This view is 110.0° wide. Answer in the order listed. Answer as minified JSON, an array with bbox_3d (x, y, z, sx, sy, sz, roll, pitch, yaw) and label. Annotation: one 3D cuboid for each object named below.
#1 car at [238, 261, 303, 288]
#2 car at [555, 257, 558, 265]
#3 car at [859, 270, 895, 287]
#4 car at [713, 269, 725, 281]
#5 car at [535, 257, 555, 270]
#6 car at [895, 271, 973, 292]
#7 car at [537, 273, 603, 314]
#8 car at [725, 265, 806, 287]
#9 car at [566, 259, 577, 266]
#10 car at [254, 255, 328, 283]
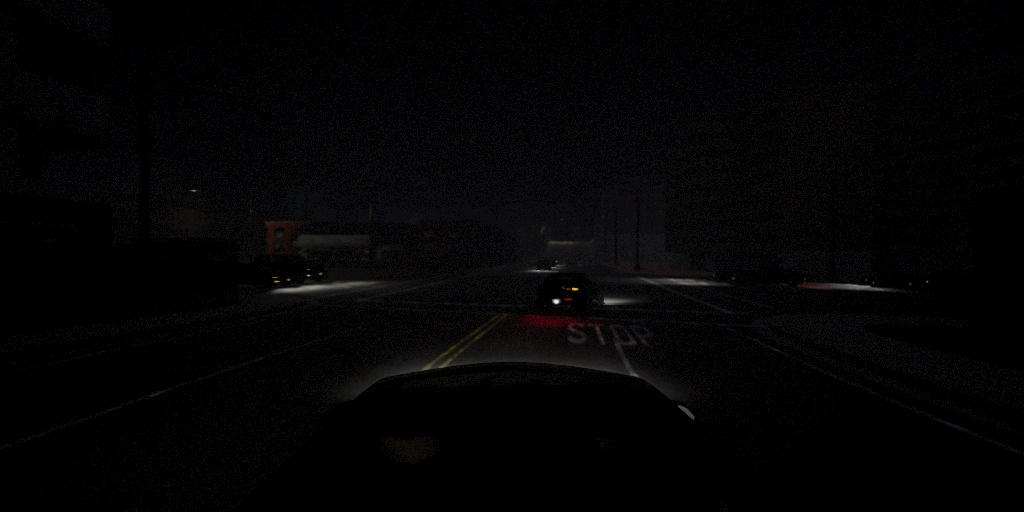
[{"bbox_3d":[-16.801,1.265,23.652,4.892,1.490,1.837,1,1,11],"label":"car"},{"bbox_3d":[6.231,1.050,59.873,1.837,1.490,4.892,1,1,11],"label":"car"},{"bbox_3d":[31.889,1.900,29.990,4.181,1.385,1.994,1,1,9],"label":"car"},{"bbox_3d":[20.533,1.541,31.729,4.902,1.511,2.128,1,1,9],"label":"car"},{"bbox_3d":[4.424,1.183,49.921,2.033,1.411,5.357,1,1,10],"label":"car"},{"bbox_3d":[32.202,1.886,26.401,4.902,1.511,2.128,2,1,9],"label":"car"},{"bbox_3d":[2.487,1.447,14.869,1.837,1.490,4.892,-2,-3,22],"label":"car"},{"bbox_3d":[20.125,1.576,28.252,4.902,1.511,2.128,1,1,9],"label":"car"},{"bbox_3d":[10.654,1.136,63.859,1.895,1.301,4.718,1,1,10],"label":"car"},{"bbox_3d":[-16.935,0.944,27.239,5.566,2.045,2.150,1,1,11],"label":"car"}]
